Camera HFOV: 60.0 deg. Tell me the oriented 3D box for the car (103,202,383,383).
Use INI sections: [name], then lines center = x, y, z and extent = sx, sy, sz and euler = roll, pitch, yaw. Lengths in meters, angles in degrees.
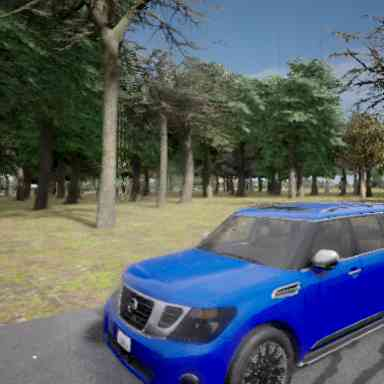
[car]
center = 1.541, 1.212, 5.105
extent = 5.566, 2.045, 2.150
euler = 0, 0, -35
